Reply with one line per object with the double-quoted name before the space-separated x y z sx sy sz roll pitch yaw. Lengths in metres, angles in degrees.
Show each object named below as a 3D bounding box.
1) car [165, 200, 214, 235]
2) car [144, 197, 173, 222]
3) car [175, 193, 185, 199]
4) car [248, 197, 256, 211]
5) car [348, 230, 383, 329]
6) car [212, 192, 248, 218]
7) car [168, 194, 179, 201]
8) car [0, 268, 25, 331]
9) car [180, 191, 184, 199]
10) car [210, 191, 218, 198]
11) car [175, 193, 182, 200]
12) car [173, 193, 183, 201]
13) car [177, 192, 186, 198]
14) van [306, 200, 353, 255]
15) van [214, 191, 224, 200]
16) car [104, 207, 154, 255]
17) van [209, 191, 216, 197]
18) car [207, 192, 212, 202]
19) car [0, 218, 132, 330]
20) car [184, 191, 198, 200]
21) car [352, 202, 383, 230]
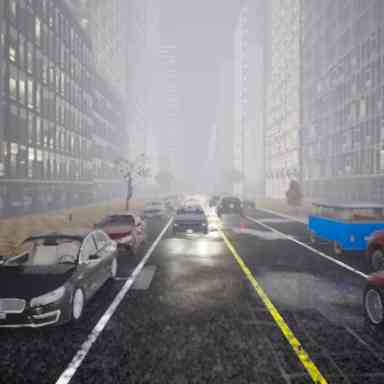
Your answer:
"car" -0.098 1.383 17.853 2.033 1.411 5.357 0 1 0
"car" -2.700 1.327 23.906 2.008 1.369 4.403 0 1 0
"car" -2.700 0.870 75.057 1.947 1.339 4.313 0 1 0
"car" 5.681 1.236 35.272 2.008 1.369 4.403 0 1 0
"car" 3.822 1.496 3.848 1.812 1.442 4.674 0 1 1
"car" 3.042 1.103 27.617 2.097 1.767 4.553 0 0 1
"car" -2.700 1.222 35.272 2.008 1.369 4.403 0 1 0
"car" -2.700 1.528 1.172 1.887 1.381 4.507 0 1 0
"car" -2.701 0.955 52.322 1.967 1.590 4.097 0 1 0
"car" 5.680 0.652 86.423 1.967 1.590 4.097 0 1 0
"car" -2.700 1.149 46.640 1.802 1.307 4.206 0 1 0
"car" -2.700 0.936 63.520 1.752 1.417 4.829 0 1 0
"car" -2.700 0.748 86.424 2.008 1.369 4.403 0 1 0
"van" 5.679 1.235 12.537 1.690 1.788 3.998 0 1 0
"van" 5.679 0.712 69.371 1.690 1.788 3.998 0 1 0
"car" -2.700 1.462 12.539 1.802 1.307 4.206 0 1 0
"van" 5.679 0.500 92.105 1.690 1.788 3.998 0 1 0
"car" 3.030 1.129 41.596 1.837 1.490 4.892 0 1 1
"car" -2.701 1.482 6.856 2.008 1.369 4.403 0 1 0
"car" -0.002 0.941 58.367 1.882 1.535 5.008 0 1 0
"car" 5.678 1.261 6.854 2.192 1.841 5.009 0 1 0
